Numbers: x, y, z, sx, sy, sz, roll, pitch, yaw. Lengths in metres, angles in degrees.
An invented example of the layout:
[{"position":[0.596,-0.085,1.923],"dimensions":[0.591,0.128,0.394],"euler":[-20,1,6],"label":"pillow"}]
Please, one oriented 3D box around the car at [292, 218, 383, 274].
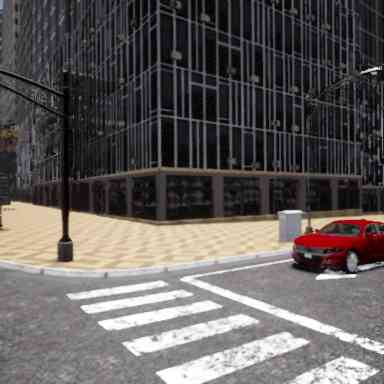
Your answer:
[{"position":[5.599,1.711,11.655],"dimensions":[5.008,1.535,1.882],"euler":[1,-1,-35],"label":"car"}]
